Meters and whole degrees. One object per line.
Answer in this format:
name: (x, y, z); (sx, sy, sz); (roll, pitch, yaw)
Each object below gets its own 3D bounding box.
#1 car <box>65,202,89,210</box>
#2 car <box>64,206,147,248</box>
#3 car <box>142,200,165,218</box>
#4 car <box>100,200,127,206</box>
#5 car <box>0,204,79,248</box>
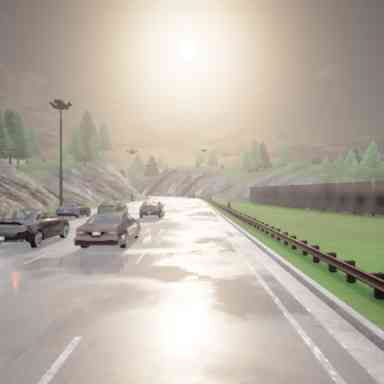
car: (-10.500, 1.572, 29.650); (1.994, 1.385, 4.181); (0, 0, 0)
car: (-3.500, 1.562, 14.650); (2.033, 1.411, 5.357); (0, 0, 0)
car: (-3.500, 1.495, 29.650); (2.128, 1.511, 4.902); (0, 0, 0)
car: (-7.000, 1.495, 29.650); (2.128, 1.511, 4.902); (0, 0, 0)
car: (-7.000, 1.494, 14.650); (2.128, 1.511, 4.902); (0, 0, 0)
